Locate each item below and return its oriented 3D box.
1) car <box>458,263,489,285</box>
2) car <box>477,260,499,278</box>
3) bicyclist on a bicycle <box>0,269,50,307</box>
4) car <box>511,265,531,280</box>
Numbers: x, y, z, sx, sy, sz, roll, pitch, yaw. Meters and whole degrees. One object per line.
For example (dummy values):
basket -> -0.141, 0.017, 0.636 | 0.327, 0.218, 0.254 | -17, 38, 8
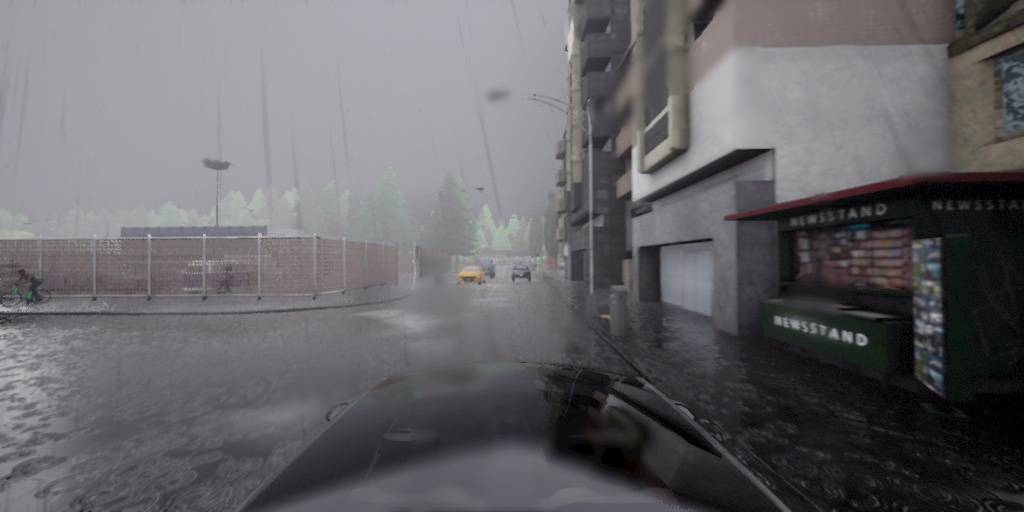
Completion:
car -> -3.391, 1.615, 30.769 | 1.882, 1.535, 5.008 | 0, -1, 1
car -> -3.110, 1.491, 41.469 | 2.150, 2.045, 5.566 | 0, -1, 2
bicyclist on a bicycle -> -21.810, 1.422, 16.103 | 0.582, 1.620, 1.656 | 0, 0, 1
car -> 0.944, 1.674, 36.652 | 2.128, 1.511, 4.902 | 0, -1, 1
